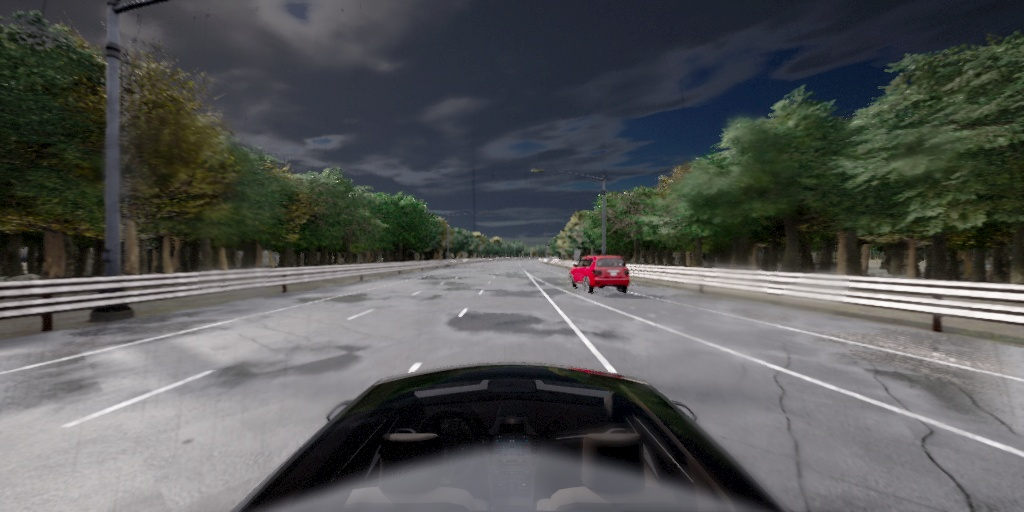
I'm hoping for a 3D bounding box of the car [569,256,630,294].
[{"bbox_3d":[4.951,1.015,20.945,2.150,2.045,5.566,0,0,-5],"label":"car"}]
